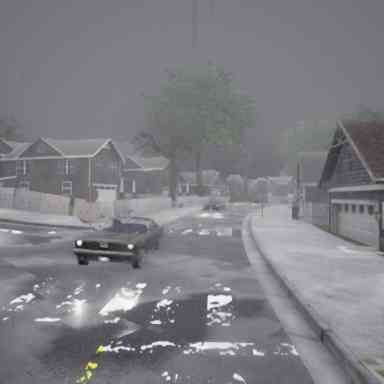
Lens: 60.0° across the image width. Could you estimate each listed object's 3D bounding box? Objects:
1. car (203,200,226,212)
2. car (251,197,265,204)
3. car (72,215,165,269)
[{"bbox_3d":[2.582,1.551,37.592,1.895,1.301,4.718,0,0,16],"label":"car"},{"bbox_3d":[12.574,1.610,63.201,1.994,1.385,4.181,0,-1,27],"label":"car"},{"bbox_3d":[-2.194,1.515,11.223,1.895,1.301,4.718,3,0,5],"label":"car"}]
